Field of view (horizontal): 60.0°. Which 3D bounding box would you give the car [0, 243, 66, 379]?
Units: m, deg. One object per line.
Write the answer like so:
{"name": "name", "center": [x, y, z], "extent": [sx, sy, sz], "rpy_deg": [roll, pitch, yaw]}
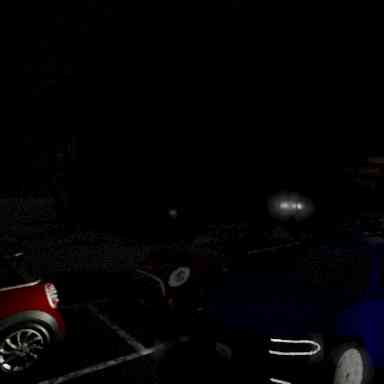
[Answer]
{"name": "car", "center": [-3.770, 1.447, 3.853], "extent": [4.097, 1.590, 1.967], "rpy_deg": [-1, 0, -36]}

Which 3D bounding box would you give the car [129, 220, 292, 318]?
{"name": "car", "center": [0.731, 1.402, 7.067], "extent": [4.097, 1.590, 1.967], "rpy_deg": [-1, 0, -36]}

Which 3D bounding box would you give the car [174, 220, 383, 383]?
{"name": "car", "center": [2.381, 1.438, 5.070], "extent": [5.008, 1.535, 1.882], "rpy_deg": [0, 0, -35]}

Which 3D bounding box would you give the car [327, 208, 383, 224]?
{"name": "car", "center": [5.232, 1.357, 10.280], "extent": [4.097, 1.590, 1.967], "rpy_deg": [-1, 0, -36]}
